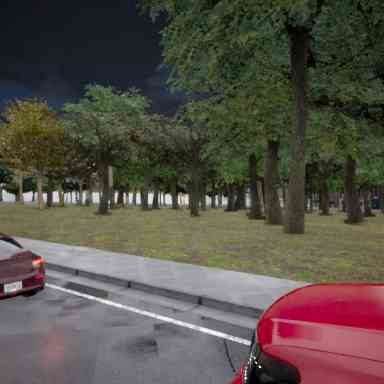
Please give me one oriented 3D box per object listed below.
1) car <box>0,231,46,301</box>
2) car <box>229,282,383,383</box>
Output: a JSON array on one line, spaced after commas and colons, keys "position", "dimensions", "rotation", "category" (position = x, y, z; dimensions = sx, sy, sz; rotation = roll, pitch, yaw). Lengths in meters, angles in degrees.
[{"position": [-5.051, 1.524, 7.273], "dimensions": [4.674, 1.442, 1.812], "rotation": [0, 0, 36], "category": "car"}, {"position": [2.906, 1.222, 1.613], "dimensions": [5.566, 2.045, 2.150], "rotation": [0, 0, 35], "category": "car"}]
